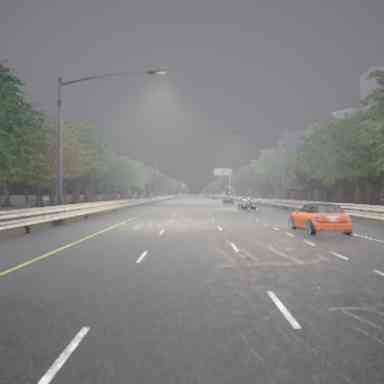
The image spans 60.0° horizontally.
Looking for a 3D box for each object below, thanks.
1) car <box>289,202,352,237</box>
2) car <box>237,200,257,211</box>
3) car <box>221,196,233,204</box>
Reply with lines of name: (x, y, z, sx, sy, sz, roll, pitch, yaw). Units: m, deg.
car: (7.016, 1.399, 18.647, 2.097, 1.767, 4.553, 0, 0, 0)
car: (7.098, 1.739, 43.454, 1.895, 1.301, 4.718, 0, 0, 0)
car: (7.251, 1.594, 68.651, 2.097, 1.767, 4.553, 0, 0, 0)
